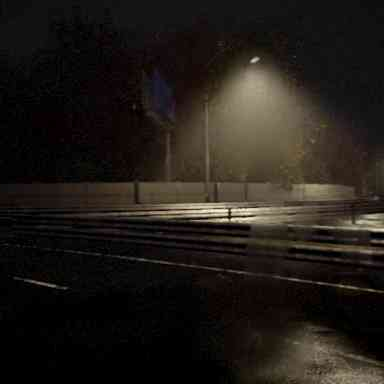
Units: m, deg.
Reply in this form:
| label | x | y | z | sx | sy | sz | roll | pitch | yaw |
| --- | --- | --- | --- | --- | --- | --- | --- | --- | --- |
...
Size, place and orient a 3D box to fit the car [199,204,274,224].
| label | x | y | z | sx | sy | sz | roll | pitch | yaw |
| --- | --- | --- | --- | --- | --- | --- | --- | --- | --- |
| car | 3.130 | 1.542 | 22.780 | 5.357 | 1.411 | 2.033 | -1 | 0 | -24 |
